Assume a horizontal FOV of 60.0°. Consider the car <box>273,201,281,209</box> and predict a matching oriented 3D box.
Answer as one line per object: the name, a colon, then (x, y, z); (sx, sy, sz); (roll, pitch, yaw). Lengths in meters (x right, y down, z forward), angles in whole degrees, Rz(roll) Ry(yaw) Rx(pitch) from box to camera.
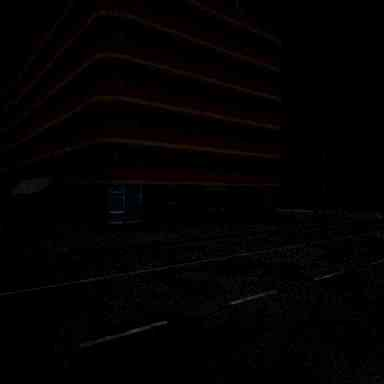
car: (9.529, 1.491, 43.867); (2.128, 1.511, 4.902); (0, 0, -38)
